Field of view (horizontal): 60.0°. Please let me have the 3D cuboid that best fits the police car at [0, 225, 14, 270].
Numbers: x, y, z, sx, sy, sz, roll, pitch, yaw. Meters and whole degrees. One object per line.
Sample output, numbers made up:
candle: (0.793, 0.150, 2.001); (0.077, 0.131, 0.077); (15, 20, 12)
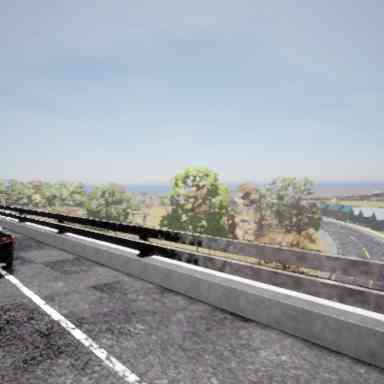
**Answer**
police car: (-6.869, 1.359, 9.973); (1.930, 1.638, 5.238); (-2, 1, -41)
